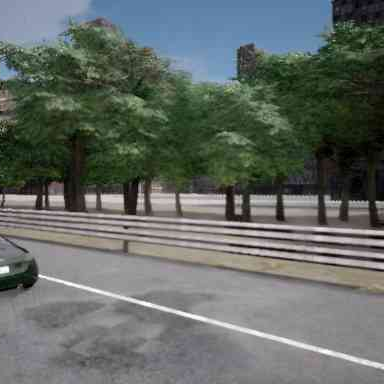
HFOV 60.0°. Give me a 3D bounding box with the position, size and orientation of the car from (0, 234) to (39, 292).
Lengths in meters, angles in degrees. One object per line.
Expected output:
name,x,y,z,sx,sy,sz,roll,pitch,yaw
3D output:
car,-5.523,1.564,7.896,4.181,1.385,1.994,0,0,35
